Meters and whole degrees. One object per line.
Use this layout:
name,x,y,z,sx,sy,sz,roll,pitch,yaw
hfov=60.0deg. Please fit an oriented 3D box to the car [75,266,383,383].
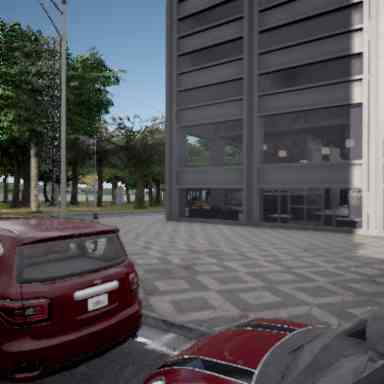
car,1.437,1.441,1.936,4.097,1.590,1.967,0,0,35

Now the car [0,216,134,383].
car,-2.990,1.297,5.093,5.009,1.841,2.192,0,0,35
